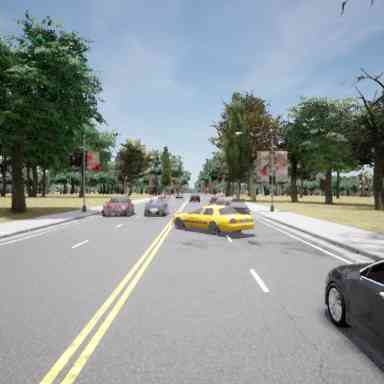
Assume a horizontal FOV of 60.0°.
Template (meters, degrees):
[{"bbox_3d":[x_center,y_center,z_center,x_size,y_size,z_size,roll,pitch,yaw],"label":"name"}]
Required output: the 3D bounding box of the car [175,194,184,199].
[{"bbox_3d":[-2.650,1.030,70.742,1.895,1.301,4.718,0,0,0],"label":"car"}]

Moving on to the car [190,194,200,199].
[{"bbox_3d":[0.613,1.082,64.430,1.882,1.535,5.008,0,0,1],"label":"car"}]

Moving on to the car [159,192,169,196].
[{"bbox_3d":[-5.903,0.819,70.413,2.097,1.767,4.553,0,0,0],"label":"car"}]

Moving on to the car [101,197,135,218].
[{"bbox_3d":[-6.354,1.229,28.989,2.097,1.767,4.553,0,0,1],"label":"car"}]

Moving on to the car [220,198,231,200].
[{"bbox_3d":[3.470,1.425,26.089,1.812,1.442,4.674,0,0,0],"label":"car"}]

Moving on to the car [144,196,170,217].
[{"bbox_3d":[-3.099,1.364,29.589,2.128,1.511,4.902,0,0,1],"label":"car"}]

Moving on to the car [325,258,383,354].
[{"bbox_3d":[3.283,1.501,4.094,1.837,1.490,4.892,0,0,0],"label":"car"}]

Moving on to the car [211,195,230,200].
[{"bbox_3d":[3.564,1.311,37.118,2.163,1.488,4.792,0,0,0],"label":"car"}]

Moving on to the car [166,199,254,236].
[{"bbox_3d":[0.958,1.406,18.386,1.801,1.575,5.366,0,0,-39],"label":"car"}]

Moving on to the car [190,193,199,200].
[{"bbox_3d":[0.667,1.057,78.546,2.033,1.411,5.357,0,0,0],"label":"car"}]
